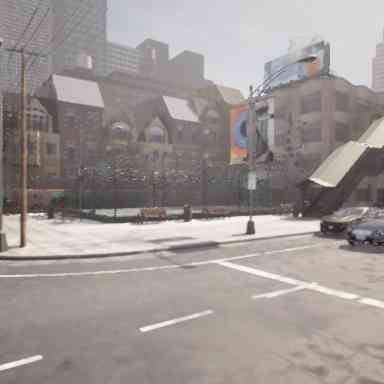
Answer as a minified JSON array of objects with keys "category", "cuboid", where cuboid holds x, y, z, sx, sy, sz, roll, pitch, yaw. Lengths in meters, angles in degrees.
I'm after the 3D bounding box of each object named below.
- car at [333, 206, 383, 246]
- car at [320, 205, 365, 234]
[{"category":"car","cuboid":[8.580,1.515,14.371,4.902,1.511,2.128,0,0,-35]},{"category":"car","cuboid":[9.000,1.507,18.152,5.008,1.535,2.097,0,0,-36]}]
